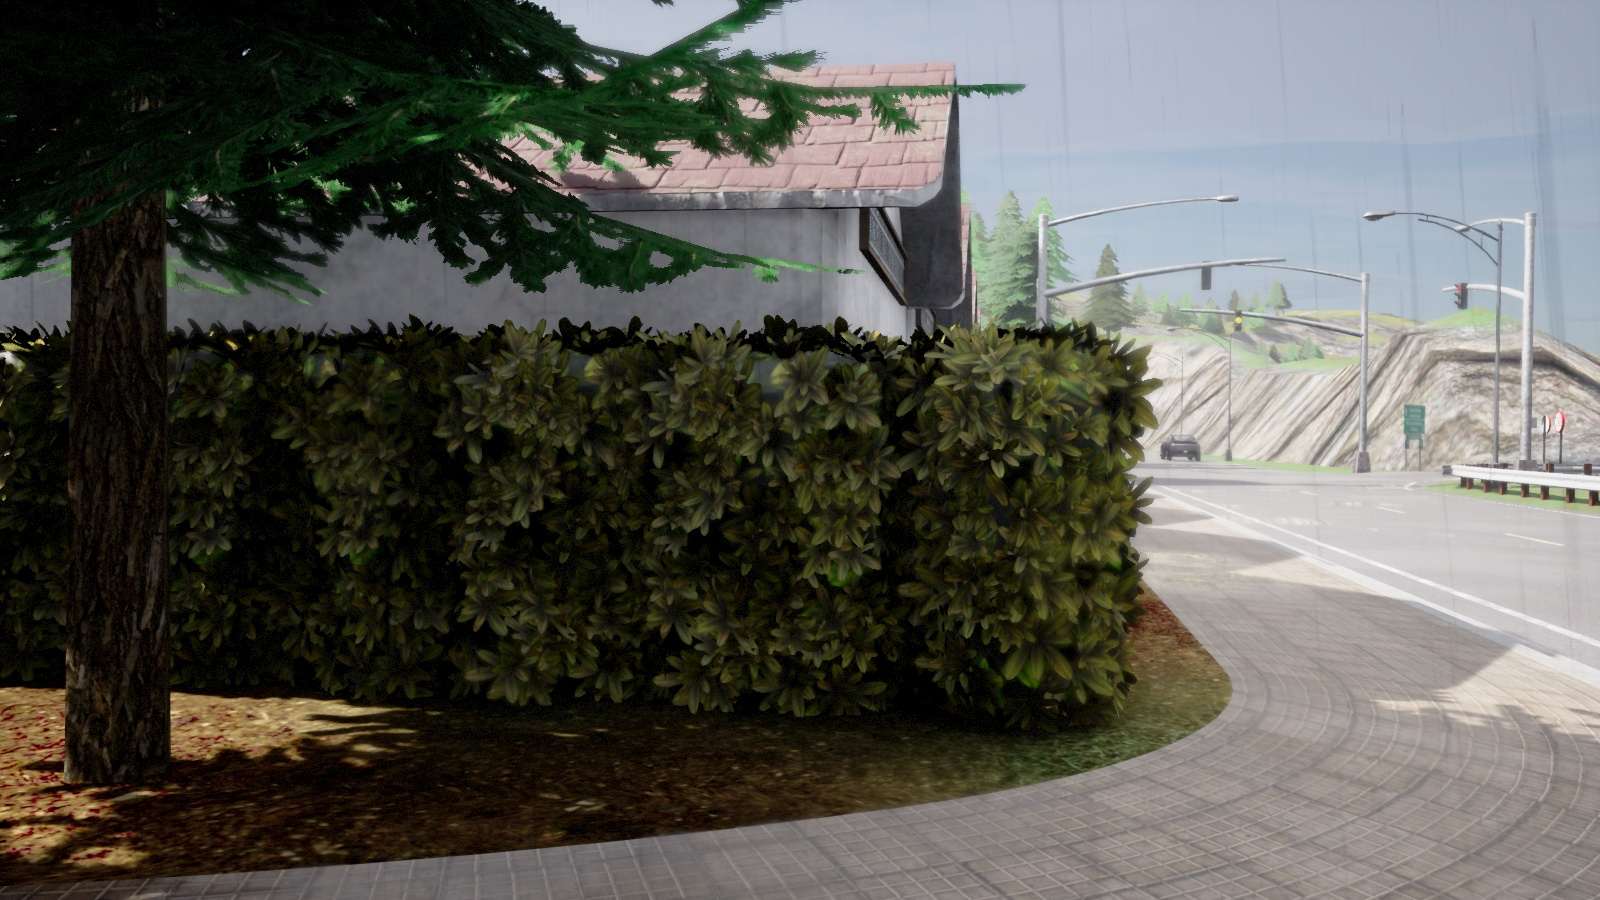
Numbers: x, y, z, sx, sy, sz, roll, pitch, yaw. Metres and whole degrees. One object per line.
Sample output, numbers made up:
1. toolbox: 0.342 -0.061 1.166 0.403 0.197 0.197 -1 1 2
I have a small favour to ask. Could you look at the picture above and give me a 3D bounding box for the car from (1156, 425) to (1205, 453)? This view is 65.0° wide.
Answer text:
1. car: 21.938 -0.648 72.551 2.128 1.511 4.902 0 1 9
